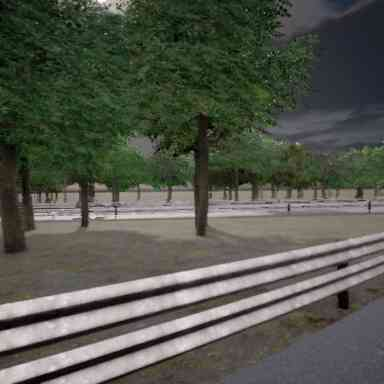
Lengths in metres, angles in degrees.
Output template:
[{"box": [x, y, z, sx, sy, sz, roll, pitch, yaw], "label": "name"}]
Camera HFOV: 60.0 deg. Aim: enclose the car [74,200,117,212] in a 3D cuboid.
[{"box": [-12.414, 1.981, 42.968, 5.566, 2.045, 2.150, -1, 0, -5], "label": "car"}]
